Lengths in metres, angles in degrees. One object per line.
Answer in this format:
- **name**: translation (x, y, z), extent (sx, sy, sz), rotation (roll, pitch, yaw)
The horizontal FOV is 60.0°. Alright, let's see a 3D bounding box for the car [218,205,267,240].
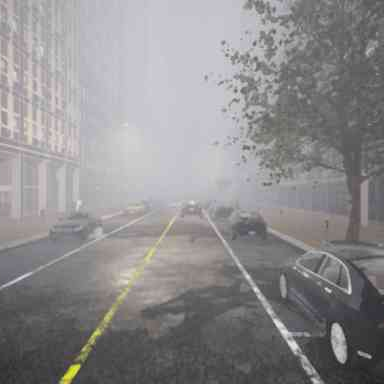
- **car**: translation (2.663, 1.590, 16.906), extent (2.008, 1.369, 4.403), rotation (0, 0, 0)

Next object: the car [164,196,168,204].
- **car**: translation (-5.791, 1.664, 68.169), extent (2.008, 1.369, 4.403), rotation (0, 0, 0)

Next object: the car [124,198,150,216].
- **car**: translation (-5.742, 1.597, 33.816), extent (1.752, 1.417, 4.829), rotation (0, 0, 0)

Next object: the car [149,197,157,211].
- **car**: translation (-5.750, 1.646, 39.682), extent (1.947, 1.339, 4.313), rotation (0, 0, 0)

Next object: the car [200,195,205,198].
- **car**: translation (2.614, 1.640, 51.089), extent (1.887, 1.381, 4.507), rotation (0, 0, 0)

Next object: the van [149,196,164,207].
- **van**: translation (-5.767, 1.437, 51.078), extent (1.690, 1.788, 3.998), rotation (0, 0, 0)

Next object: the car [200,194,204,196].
- **car**: translation (2.589, 1.638, 68.350), extent (1.752, 1.417, 4.829), rotation (0, 0, 0)

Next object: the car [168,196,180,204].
- **car**: translation (-3.102, 1.628, 67.719), extent (2.128, 1.511, 4.902), rotation (0, 0, 0)

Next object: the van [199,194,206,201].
- **van**: translation (2.565, 1.460, 85.272), extent (1.690, 1.788, 3.998), rotation (0, 0, 0)

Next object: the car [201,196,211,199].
- **car**: translation (2.622, 1.654, 45.391), extent (1.947, 1.339, 4.313), rotation (0, 0, 0)

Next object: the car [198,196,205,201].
- **car**: translation (2.557, 1.700, 90.970), extent (1.802, 1.307, 4.206), rotation (0, 0, 0)

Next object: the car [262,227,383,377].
- **car**: translation (2.679, 1.564, 5.511), extent (2.008, 1.369, 4.403), rotation (0, 0, 0)

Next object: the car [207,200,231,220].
- **car**: translation (2.646, 1.612, 28.300), extent (2.008, 1.369, 4.403), rotation (0, 0, 0)

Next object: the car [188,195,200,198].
- **car**: translation (-0.081, 1.611, 58.410), extent (2.163, 1.488, 4.792), rotation (0, 0, 0)

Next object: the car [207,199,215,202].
- **car**: translation (2.638, 1.653, 33.997), extent (1.802, 1.307, 4.206), rotation (0, 0, 0)

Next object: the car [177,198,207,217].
- **car**: translation (-0.002, 1.574, 31.627), extent (2.163, 1.488, 4.792), rotation (0, 0, 0)

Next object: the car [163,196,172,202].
- **car**: translation (-5.807, 1.669, 79.564), extent (2.008, 1.369, 4.403), rotation (0, 0, 0)

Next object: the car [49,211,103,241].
- **car**: translation (-5.717, 1.622, 16.895), extent (1.802, 1.307, 4.206), rotation (0, 0, 0)
